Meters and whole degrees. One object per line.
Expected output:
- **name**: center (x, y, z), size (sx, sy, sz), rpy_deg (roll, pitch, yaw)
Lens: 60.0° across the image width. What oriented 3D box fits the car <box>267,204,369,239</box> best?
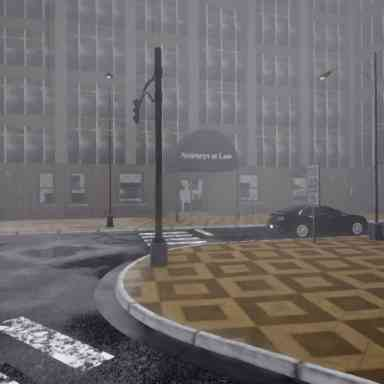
- **car**: center (6.022, 1.321, 15.944), size (4.892, 1.490, 1.837), rpy_deg (0, 0, -14)
